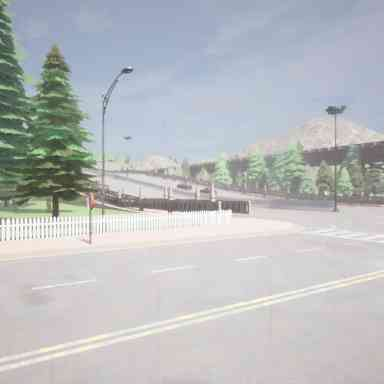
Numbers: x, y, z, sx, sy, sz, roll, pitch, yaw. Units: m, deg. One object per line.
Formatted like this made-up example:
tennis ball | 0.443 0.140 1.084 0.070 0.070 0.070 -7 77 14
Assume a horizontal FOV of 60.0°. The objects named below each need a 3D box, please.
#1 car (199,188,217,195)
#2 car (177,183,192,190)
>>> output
car | 3.467 -0.204 70.502 1.812 1.442 4.674 0 7 -34
car | -1.795 -1.376 78.239 2.128 1.511 4.902 0 7 -34
